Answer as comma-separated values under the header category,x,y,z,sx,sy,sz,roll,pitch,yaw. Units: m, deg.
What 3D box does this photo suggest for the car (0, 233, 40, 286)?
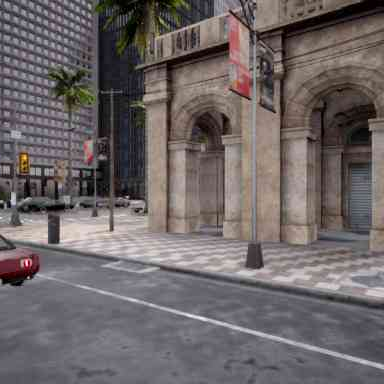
category,x,y,z,sx,sy,sz,roll,pitch,yaw
car,-5.817,1.601,8.194,4.718,1.301,1.895,0,0,37

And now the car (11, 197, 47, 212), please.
category,x,y,z,sx,sy,sz,roll,pitch,yaw
car,-18.767,1.352,39.244,2.097,1.767,4.553,0,0,36

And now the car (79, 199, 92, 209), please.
category,x,y,z,sx,sy,sz,roll,pitch,yaw
car,-13.225,1.547,46.934,2.033,1.411,5.357,0,0,36

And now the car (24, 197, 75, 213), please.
category,x,y,z,sx,sy,sz,roll,pitch,yaw
car,-15.761,1.601,37.426,1.895,1.301,4.718,0,0,36

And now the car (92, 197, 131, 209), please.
category,x,y,z,sx,sy,sz,roll,pitch,yaw
car,-10.459,1.490,44.782,2.128,1.511,4.902,0,0,36

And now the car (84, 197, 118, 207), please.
category,x,y,z,sx,sy,sz,roll,pitch,yaw
car,-13.907,1.513,51.272,2.161,1.482,4.786,0,0,35
